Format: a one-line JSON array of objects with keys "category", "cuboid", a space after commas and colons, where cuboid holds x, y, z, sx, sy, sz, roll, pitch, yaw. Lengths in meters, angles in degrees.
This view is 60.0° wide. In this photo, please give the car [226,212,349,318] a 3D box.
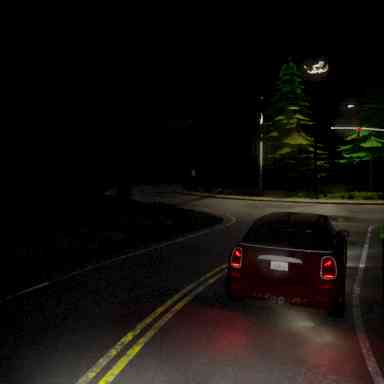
[{"category": "car", "cuboid": [2.411, 1.238, 7.660, 2.097, 1.767, 4.553, 2, 2, 25]}]
